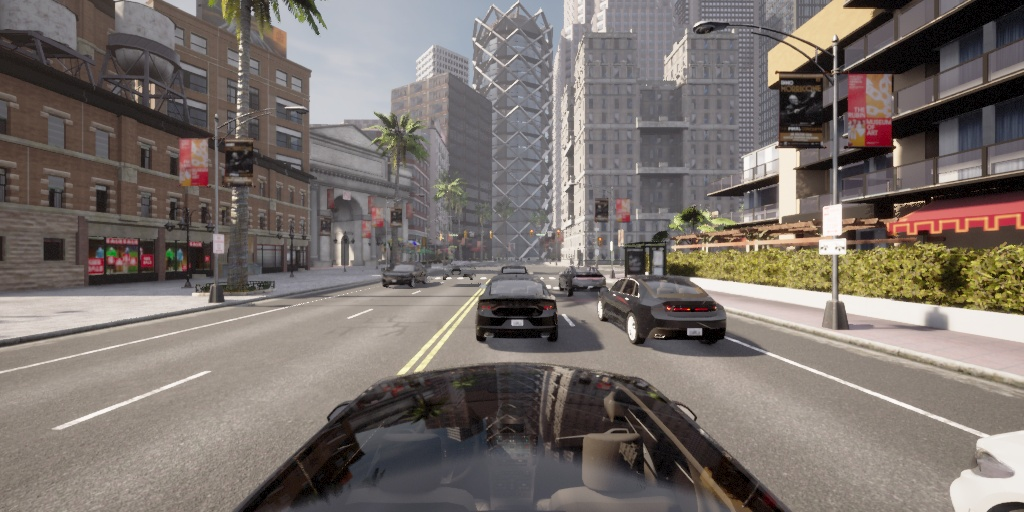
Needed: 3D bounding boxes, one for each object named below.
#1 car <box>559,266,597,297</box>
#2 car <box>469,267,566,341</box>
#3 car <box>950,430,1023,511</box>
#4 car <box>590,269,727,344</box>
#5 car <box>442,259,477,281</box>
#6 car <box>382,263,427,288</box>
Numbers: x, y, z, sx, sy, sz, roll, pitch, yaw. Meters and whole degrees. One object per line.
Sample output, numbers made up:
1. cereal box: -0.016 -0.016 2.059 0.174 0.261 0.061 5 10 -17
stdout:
1. car: 3.602 1.241 18.929 2.128 1.511 4.902 0 0 0
2. car: 0.109 1.228 9.878 1.882 1.535 5.008 0 0 0
3. car: 3.662 1.276 0.218 1.812 1.442 4.674 0 0 -1
4. car: 3.609 1.255 9.523 1.837 1.490 4.892 0 0 0
5. car: -3.500 0.917 24.579 1.994 1.385 4.181 0 0 0
6. car: -7.006 1.228 23.837 1.882 1.535 5.008 0 0 0
